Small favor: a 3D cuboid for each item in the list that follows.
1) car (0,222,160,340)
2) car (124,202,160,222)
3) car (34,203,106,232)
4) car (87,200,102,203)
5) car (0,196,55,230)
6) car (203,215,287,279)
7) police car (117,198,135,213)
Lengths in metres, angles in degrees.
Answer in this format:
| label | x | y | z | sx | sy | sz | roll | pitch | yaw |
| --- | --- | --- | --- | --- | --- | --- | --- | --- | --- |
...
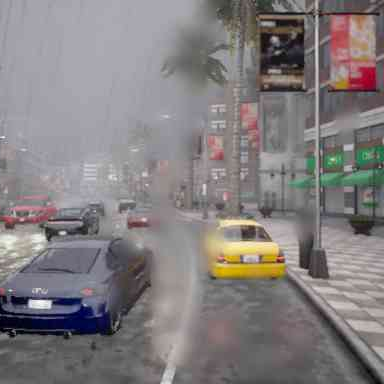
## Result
| label | x | y | z | sx | sy | sz | roll | pitch | yaw |
| --- | --- | --- | --- | --- | --- | --- | --- | --- | --- |
| car | -2.015 | 1.578 | 6.771 | 1.994 | 1.385 | 4.181 | 0 | 0 | 5 |
| car | -3.204 | 1.596 | 21.383 | 1.994 | 1.385 | 4.181 | 0 | 0 | -11 |
| car | -5.803 | 1.526 | 16.534 | 2.128 | 1.511 | 4.902 | 0 | 0 | -7 |
| car | -9.734 | 1.567 | 33.389 | 1.837 | 1.490 | 4.892 | 0 | 0 | -15 |
| car | -10.483 | 1.276 | 21.999 | 2.150 | 2.045 | 5.566 | 0 | 0 | -13 |
| car | 1.328 | 1.463 | 9.964 | 1.801 | 1.575 | 5.366 | 0 | 0 | 0 |
| police car | -7.396 | 1.486 | 37.796 | 1.930 | 1.638 | 5.238 | 0 | 0 | -15 |
